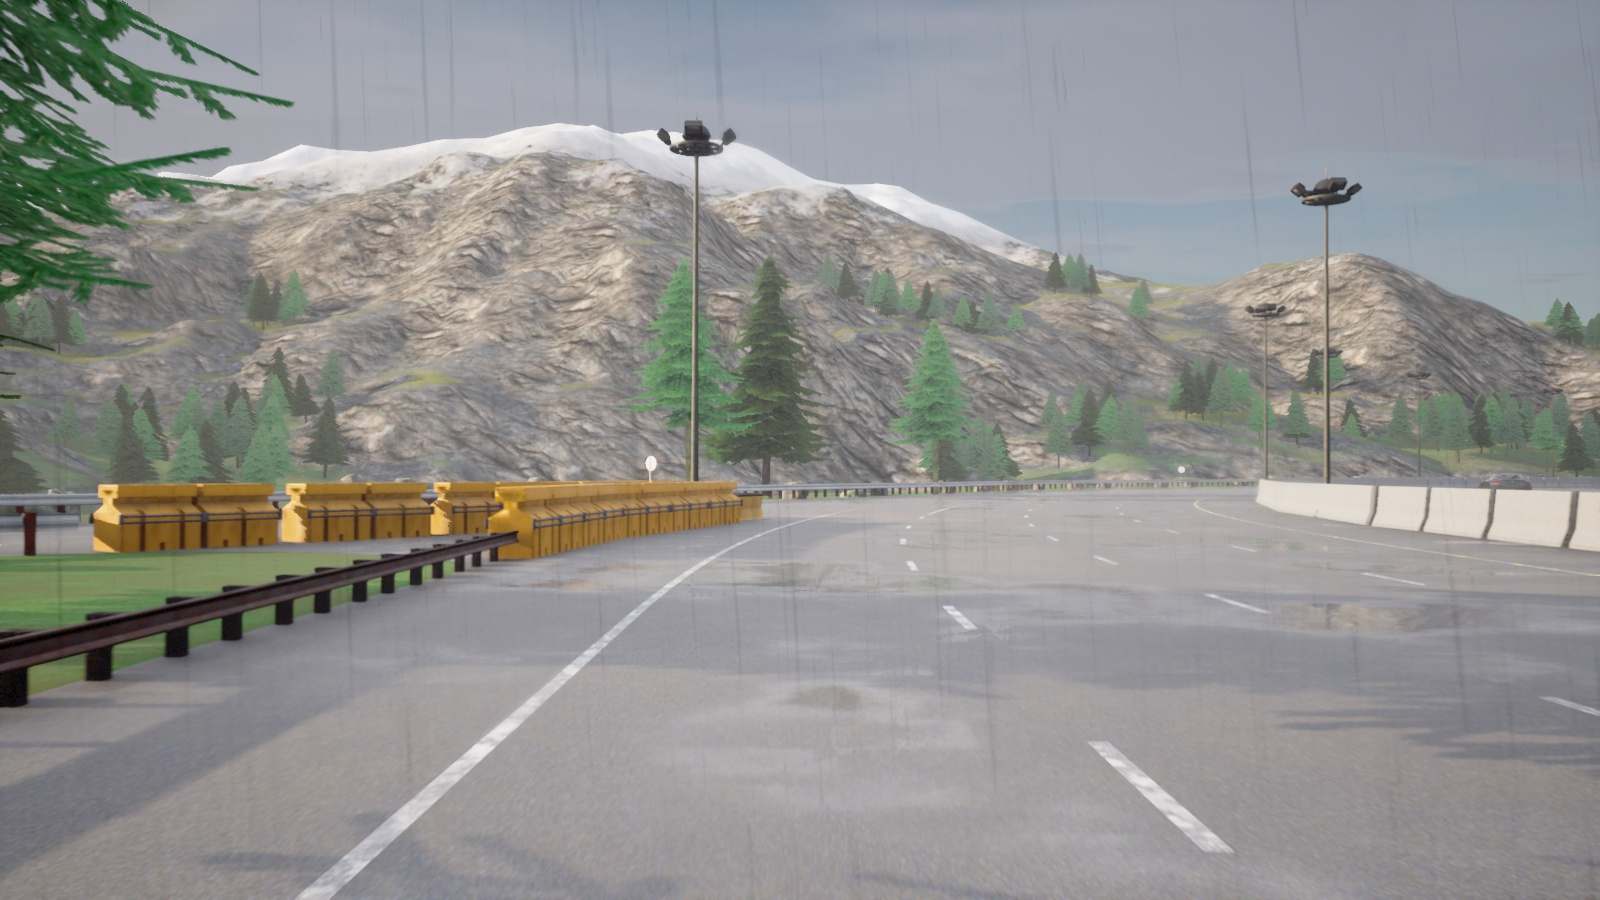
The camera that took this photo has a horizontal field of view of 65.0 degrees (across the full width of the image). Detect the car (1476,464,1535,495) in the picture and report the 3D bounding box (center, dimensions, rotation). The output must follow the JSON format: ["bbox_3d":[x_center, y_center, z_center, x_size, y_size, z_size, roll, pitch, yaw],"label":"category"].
[{"bbox_3d":[38.643,1.592,68.927,2.152,1.651,5.027,-1,-1,22],"label":"car"}]
